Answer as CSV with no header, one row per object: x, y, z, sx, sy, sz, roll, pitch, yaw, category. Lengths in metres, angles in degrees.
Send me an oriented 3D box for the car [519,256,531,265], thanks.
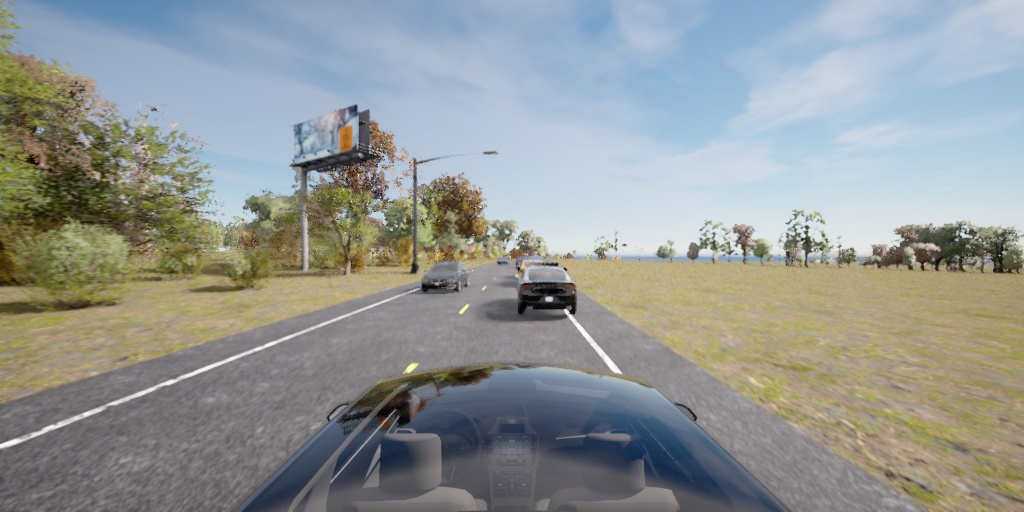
2.287,0.764,61.838,1.837,1.490,4.892,0,0,5,car

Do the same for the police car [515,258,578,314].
1.137,1.029,13.138,1.930,1.638,5.238,0,1,1,police car

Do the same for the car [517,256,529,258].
1.350,0.977,22.993,1.882,1.535,5.008,0,1,2,car

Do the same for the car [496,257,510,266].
-1.405,0.814,59.134,2.033,1.411,5.357,0,0,5,car

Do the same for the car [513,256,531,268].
1.422,0.815,48.540,2.128,1.511,4.902,0,0,4,car

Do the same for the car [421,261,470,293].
-3.377,1.042,18.871,1.837,1.490,4.892,0,0,1,car
